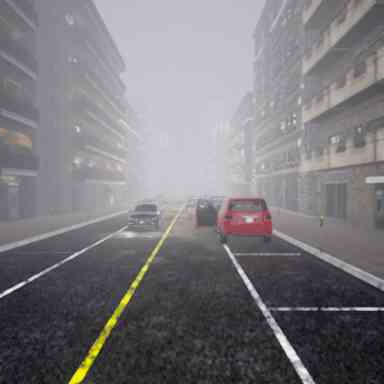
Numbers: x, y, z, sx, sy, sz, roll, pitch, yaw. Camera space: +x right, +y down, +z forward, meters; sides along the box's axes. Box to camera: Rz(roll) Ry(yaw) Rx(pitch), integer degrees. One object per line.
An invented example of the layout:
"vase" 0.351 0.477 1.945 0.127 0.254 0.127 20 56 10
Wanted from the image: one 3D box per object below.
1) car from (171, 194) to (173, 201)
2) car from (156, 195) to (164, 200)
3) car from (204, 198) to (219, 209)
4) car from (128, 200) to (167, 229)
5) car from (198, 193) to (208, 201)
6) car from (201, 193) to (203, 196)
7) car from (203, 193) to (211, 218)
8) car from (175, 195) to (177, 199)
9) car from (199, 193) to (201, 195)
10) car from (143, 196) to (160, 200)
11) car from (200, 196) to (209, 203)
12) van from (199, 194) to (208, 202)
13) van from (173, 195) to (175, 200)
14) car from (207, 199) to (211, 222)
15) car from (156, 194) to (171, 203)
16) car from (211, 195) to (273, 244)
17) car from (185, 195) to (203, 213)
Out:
"car" -5.330 1.445 67.936 1.752 1.417 4.829 -1 0 0
"car" -5.328 1.488 45.501 1.887 1.381 4.507 -1 0 0
"car" 2.553 1.526 45.411 1.802 1.307 4.206 -1 0 0
"car" -2.850 1.477 21.265 1.837 1.490 4.892 0 0 0
"car" 2.547 1.222 79.397 2.192 1.841 5.009 -1 0 0
"car" 2.548 1.246 56.739 2.192 1.841 5.009 -1 0 0
"car" 2.550 1.272 34.082 2.192 1.841 5.009 -1 0 0
"car" -5.332 1.341 85.060 1.967 1.590 4.097 -1 0 0
"car" -0.004 1.286 54.236 2.097 1.767 4.553 0 0 0
"car" -5.328 1.495 39.849 1.887 1.381 4.507 -1 0 0
"car" 2.551 1.501 68.068 1.802 1.307 4.206 -1 0 0
"van" 2.547 1.254 73.732 1.690 1.788 3.998 -1 0 0
"van" -5.333 1.254 73.757 1.690 1.788 3.998 -1 0 0
"car" 2.554 1.545 28.418 1.802 1.307 4.206 -1 0 0
"car" -5.332 1.246 56.803 2.192 1.841 5.009 -1 0 0
"car" 2.270 1.200 15.777 2.150 2.045 5.566 0 0 0
"car" 0.068 1.493 42.587 2.033 1.411 5.357 0 0 0
